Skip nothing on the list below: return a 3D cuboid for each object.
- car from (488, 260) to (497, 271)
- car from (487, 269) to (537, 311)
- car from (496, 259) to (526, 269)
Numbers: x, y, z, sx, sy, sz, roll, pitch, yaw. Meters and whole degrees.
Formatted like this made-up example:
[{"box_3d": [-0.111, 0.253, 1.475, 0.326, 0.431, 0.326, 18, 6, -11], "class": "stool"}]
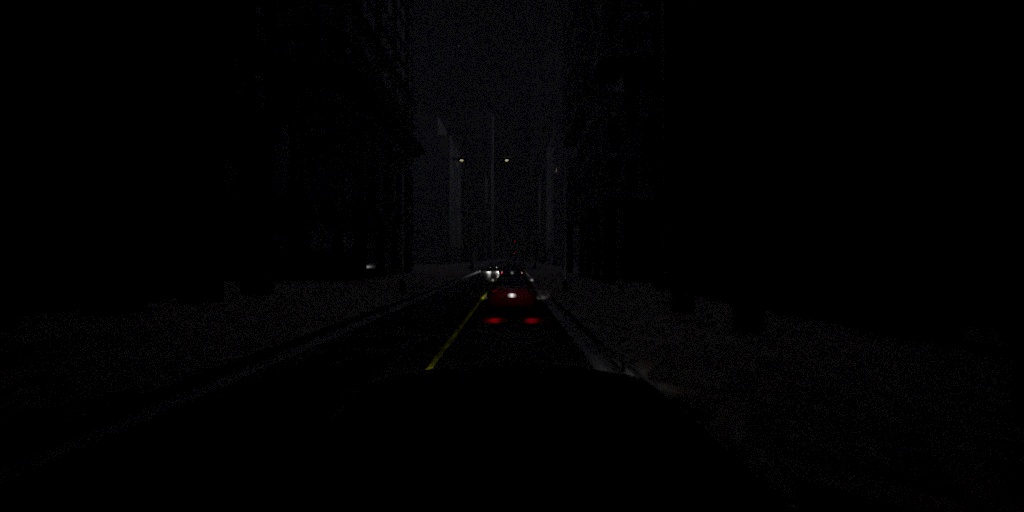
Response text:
[{"box_3d": [-3.032, 1.786, 60.468, 1.837, 1.490, 4.892, 0, -1, 0], "class": "car"}, {"box_3d": [0.015, 1.449, 15.334, 1.994, 1.385, 4.181, 0, 0, 0], "class": "car"}, {"box_3d": [0.011, 1.375, 30.273, 2.097, 1.767, 4.553, 0, -1, 0], "class": "car"}]
